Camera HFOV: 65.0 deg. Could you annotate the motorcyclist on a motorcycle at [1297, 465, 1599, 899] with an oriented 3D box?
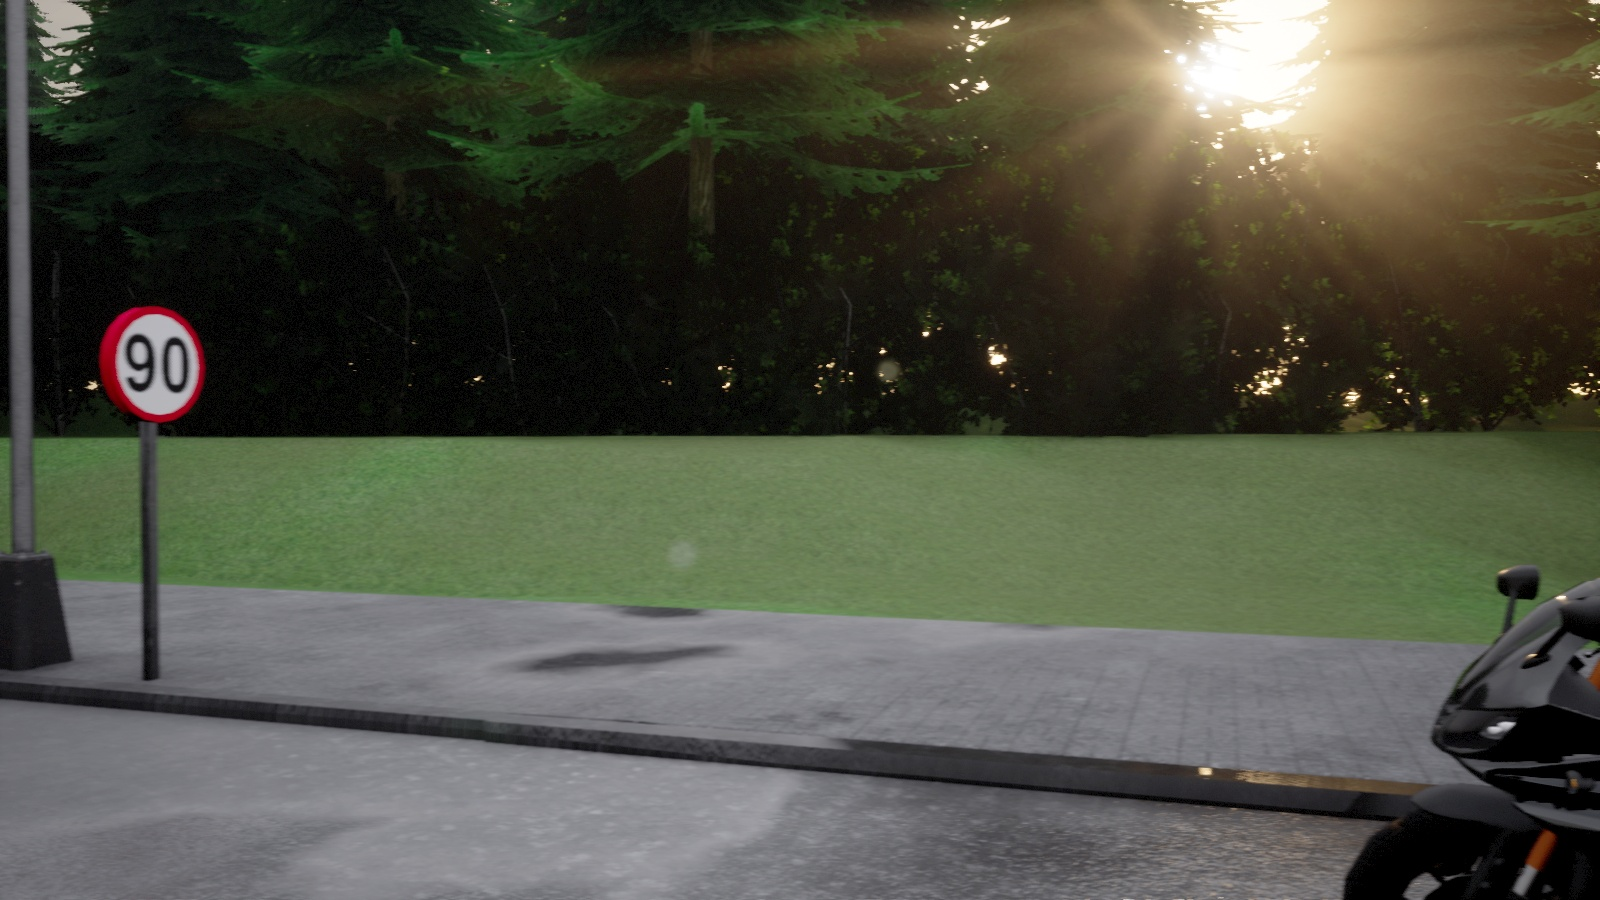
[{"bbox_3d":[2.377,0.823,2.948,2.191,1.530,0.866,1,1,18],"label":"motorcyclist on a motorcycle"}]
